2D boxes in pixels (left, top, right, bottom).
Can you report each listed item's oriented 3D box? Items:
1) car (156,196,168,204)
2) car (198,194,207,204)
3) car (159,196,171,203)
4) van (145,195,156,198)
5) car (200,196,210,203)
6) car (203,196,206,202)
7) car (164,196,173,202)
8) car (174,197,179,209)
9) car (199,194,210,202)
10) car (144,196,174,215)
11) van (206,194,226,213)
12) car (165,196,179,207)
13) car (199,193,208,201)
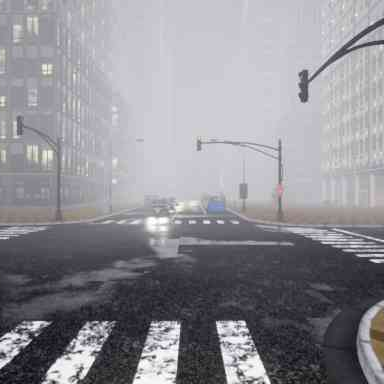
[{"bbox_3d":[-5.649,1.563,63.592,1.947,1.339,4.313,0,0,0],"label":"car"},{"bbox_3d":[2.733,1.312,63.553,2.192,1.841,5.009,0,0,0],"label":"car"},{"bbox_3d":[-5.623,1.548,69.131,2.008,1.369,4.403,0,0,0],"label":"car"},{"bbox_3d":[-5.726,1.340,46.975,1.690,1.788,3.998,0,0,0],"label":"van"},{"bbox_3d":[2.757,1.541,69.093,1.887,1.381,4.507,0,0,0],"label":"car"},{"bbox_3d":[2.651,1.544,41.399,1.887,1.381,4.507,0,0,0],"label":"car"},{"bbox_3d":[-5.571,1.577,80.210,1.802,1.307,4.206,0,0,0],"label":"car"},{"bbox_3d":[-3.155,1.546,43.028,2.033,1.411,5.357,0,0,0],"label":"car"},{"bbox_3d":[2.784,1.311,74.633,2.192,1.841,5.009,0,0,0],"label":"car"},{"bbox_3d":[-3.210,1.491,33.243,2.128,1.511,4.902,0,0,-1],"label":"car"},{"bbox_3d":[2.717,1.340,35.861,1.690,1.788,3.998,0,0,0],"label":"van"},{"bbox_3d":[-3.097,1.476,53.168,1.882,1.535,5.008,0,0,1],"label":"car"},{"bbox_3d":[2.837,1.308,85.711,2.192,1.841,5.009,0,0,0],"label":"car"}]
